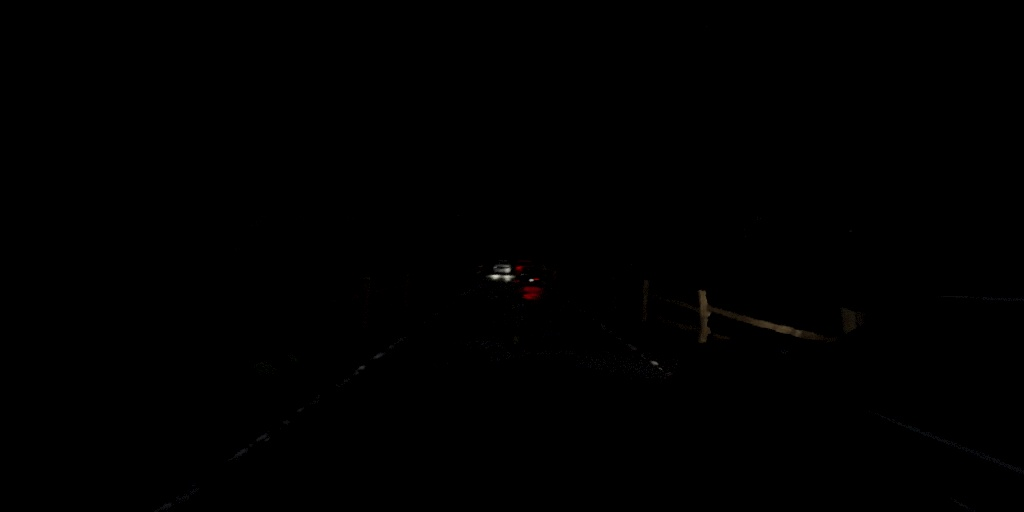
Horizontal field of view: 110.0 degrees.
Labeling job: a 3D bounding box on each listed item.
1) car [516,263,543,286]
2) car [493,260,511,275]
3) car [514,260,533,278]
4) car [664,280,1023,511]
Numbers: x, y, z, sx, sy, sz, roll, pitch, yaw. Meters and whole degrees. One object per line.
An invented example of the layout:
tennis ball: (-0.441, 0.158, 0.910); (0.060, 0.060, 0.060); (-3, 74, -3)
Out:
car: (1.511, 1.650, 30.174); (1.837, 1.490, 4.892); (2, -1, 0)
car: (-1.363, 1.513, 48.773); (2.150, 2.045, 5.566); (2, -1, 0)
car: (1.424, 1.509, 41.481); (2.150, 2.045, 5.566); (2, 0, 0)
car: (2.493, 1.042, 0.965); (2.150, 2.045, 5.566); (2, -1, 0)
